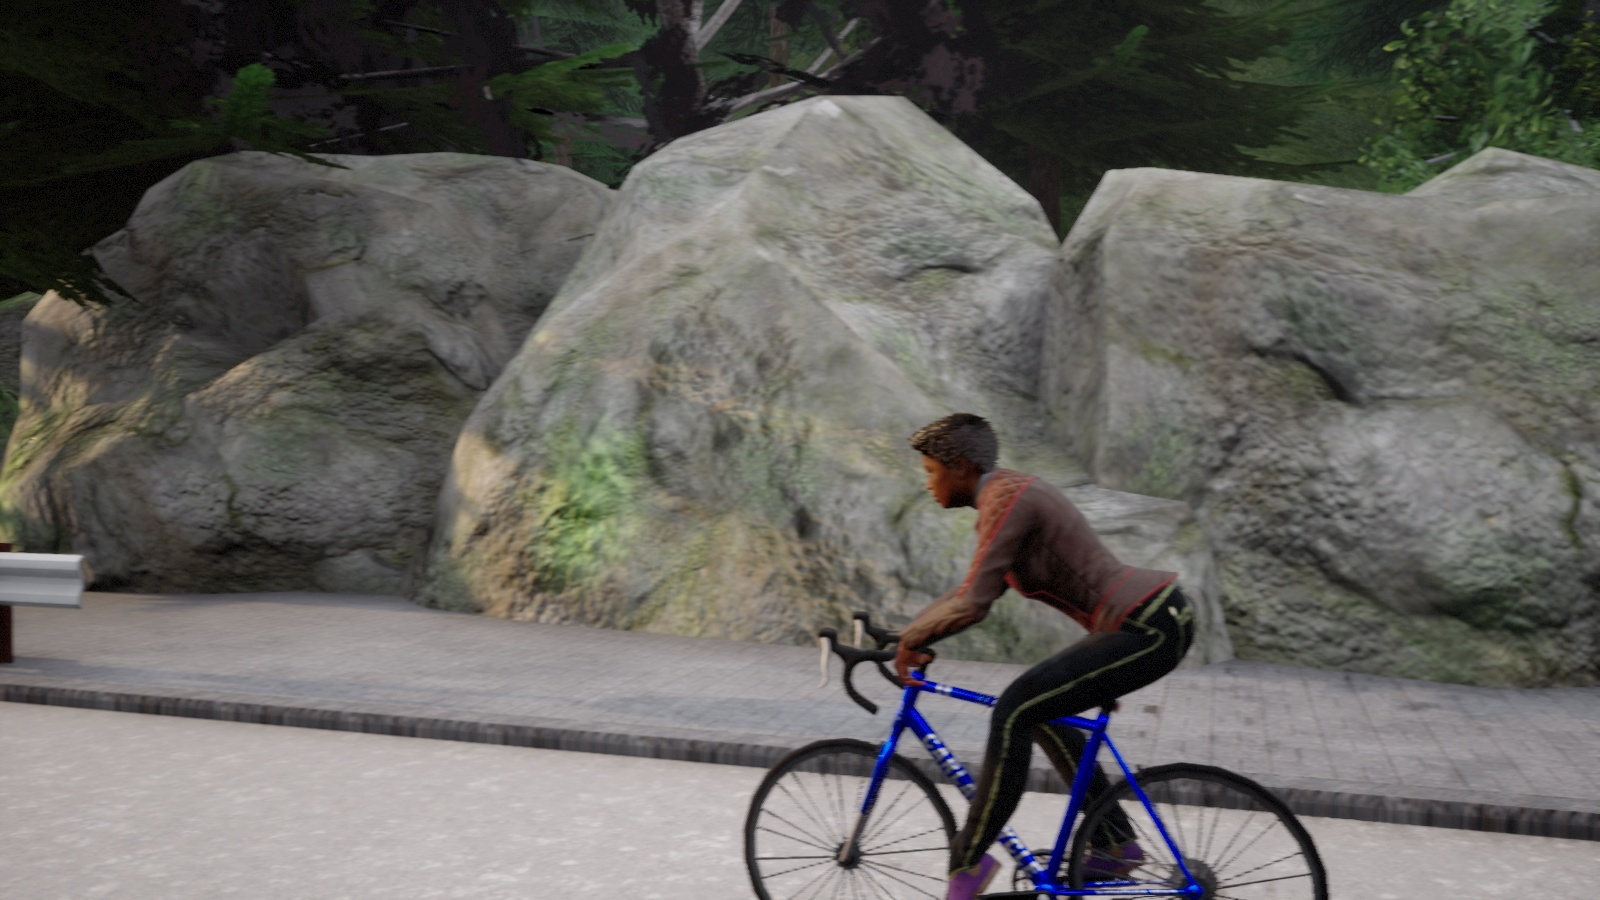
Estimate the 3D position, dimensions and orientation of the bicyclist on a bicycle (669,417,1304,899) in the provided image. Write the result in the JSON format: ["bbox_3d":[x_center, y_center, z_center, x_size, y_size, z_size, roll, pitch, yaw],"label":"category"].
[{"bbox_3d":[0.512,0.724,3.548,1.656,1.620,0.582,0,1,19],"label":"bicyclist on a bicycle"}]
